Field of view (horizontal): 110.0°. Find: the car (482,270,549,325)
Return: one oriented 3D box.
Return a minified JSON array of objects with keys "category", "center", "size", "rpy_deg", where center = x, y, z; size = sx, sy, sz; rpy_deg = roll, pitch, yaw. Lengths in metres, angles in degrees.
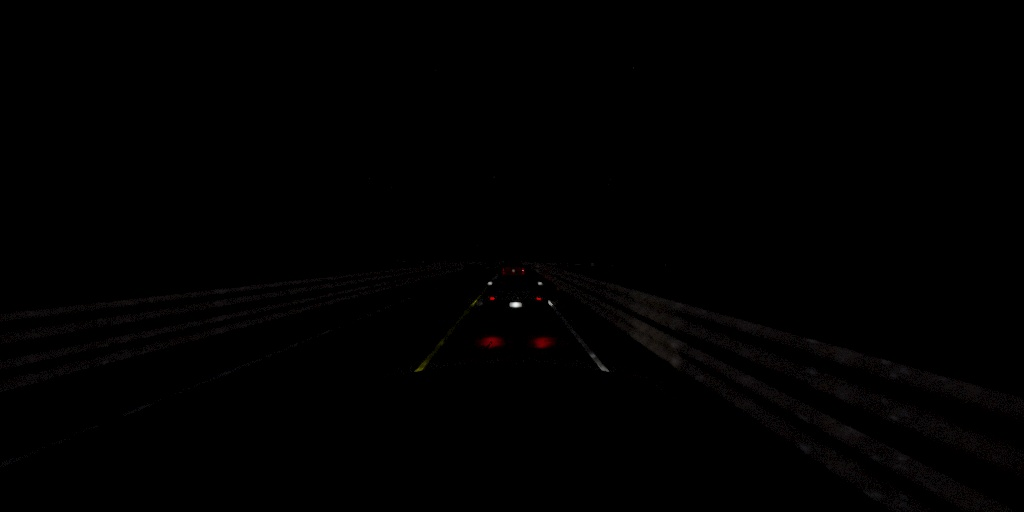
[{"category":"car","center":[0.104,1.333,11.952],"size":[1.994,1.385,4.181],"rpy_deg":[0,0,0]}]

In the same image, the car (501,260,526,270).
[{"category":"car","center":[0.121,1.221,31.020],"size":[2.097,1.767,4.553],"rpy_deg":[1,0,0]}]
